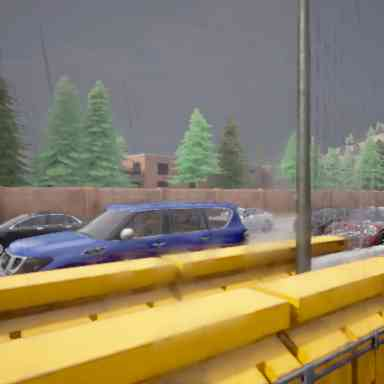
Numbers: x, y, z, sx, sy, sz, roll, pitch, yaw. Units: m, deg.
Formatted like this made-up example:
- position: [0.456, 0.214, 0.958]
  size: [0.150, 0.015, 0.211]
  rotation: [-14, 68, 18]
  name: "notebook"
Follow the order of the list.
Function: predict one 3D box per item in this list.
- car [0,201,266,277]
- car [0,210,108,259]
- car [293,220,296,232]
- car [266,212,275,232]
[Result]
- position: [-1.140, 1.233, 7.453]
  size: [5.566, 2.045, 2.150]
  rotation: [0, 0, -35]
  name: "car"
- position: [-5.903, 1.514, 12.655]
  size: [4.892, 1.490, 1.837]
  rotation: [1, 0, -35]
  name: "car"
- position: [7.449, 1.558, 17.791]
  size: [4.892, 1.490, 1.837]
  rotation: [1, 0, -35]
  name: "car"
- position: [2.731, 1.564, 18.804]
  size: [4.674, 1.442, 1.812]
  rotation: [0, 0, -35]
  name: "car"
